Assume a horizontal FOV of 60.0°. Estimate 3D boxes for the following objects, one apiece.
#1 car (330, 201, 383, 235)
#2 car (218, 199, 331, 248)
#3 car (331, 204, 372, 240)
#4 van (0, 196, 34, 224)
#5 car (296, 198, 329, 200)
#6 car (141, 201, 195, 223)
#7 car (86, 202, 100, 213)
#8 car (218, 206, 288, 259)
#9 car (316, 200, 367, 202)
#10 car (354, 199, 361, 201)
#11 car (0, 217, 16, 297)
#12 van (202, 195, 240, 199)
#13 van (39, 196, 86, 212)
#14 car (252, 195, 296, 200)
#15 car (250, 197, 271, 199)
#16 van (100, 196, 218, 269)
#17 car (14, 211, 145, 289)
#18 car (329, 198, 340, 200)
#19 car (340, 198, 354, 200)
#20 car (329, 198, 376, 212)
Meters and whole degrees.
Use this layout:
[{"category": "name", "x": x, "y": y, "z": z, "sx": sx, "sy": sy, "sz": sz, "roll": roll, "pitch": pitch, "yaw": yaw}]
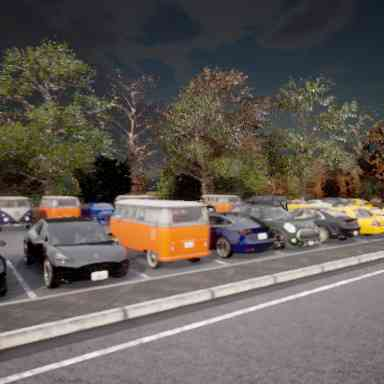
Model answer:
[{"category": "car", "x": 7.681, "y": 1.475, "z": 17.823, "sx": 1.946, "sy": 1.575, "sz": 5.366, "roll": 0, "pitch": 0, "yaw": -35}, {"category": "car", "x": 3.246, "y": 1.347, "z": 14.487, "sx": 2.185, "sy": 1.767, "sz": 4.553, "roll": 0, "pitch": 0, "yaw": -35}, {"category": "car", "x": 5.534, "y": 1.473, "z": 16.065, "sx": 2.231, "sy": 1.521, "sz": 4.892, "roll": 0, "pitch": 0, "yaw": -35}, {"category": "van", "x": -10.964, "y": 1.261, "z": 20.262, "sx": 1.878, "sy": 1.987, "sz": 4.442, "roll": 0, "pitch": 0, "yaw": -35}, {"category": "car", "x": 11.661, "y": 1.553, "z": 36.229, "sx": 1.946, "sy": 1.575, "sz": 5.366, "roll": 0, "pitch": 0, "yaw": -35}, {"category": "car", "x": -2.013, "y": 1.499, "z": 26.791, "sx": 2.163, "sy": 1.488, "sz": 4.792, "roll": 0, "pitch": 0, "yaw": -35}, {"category": "car", "x": -6.515, "y": 1.474, "z": 23.567, "sx": 2.097, "sy": 1.535, "sz": 5.008, "roll": 0, "pitch": 0, "yaw": -35}, {"category": "car", "x": 0.985, "y": 1.506, "z": 12.881, "sx": 2.163, "sy": 1.488, "sz": 4.792, "roll": 0, "pitch": 0, "yaw": -35}, {"category": "car", "x": 10.059, "y": 1.486, "z": 19.055, "sx": 1.946, "sy": 1.575, "sz": 5.366, "roll": 0, "pitch": 0, "yaw": -35}, {"category": "car", "x": 18.212, "y": 1.482, "z": 41.143, "sx": 2.185, "sy": 1.767, "sz": 4.553, "roll": 0, "pitch": 0, "yaw": -35}, {"category": "car", "x": -5.774, "y": 1.525, "z": 8.014, "sx": 2.163, "sy": 1.488, "sz": 4.792, "roll": 0, "pitch": 0, "yaw": -35}, {"category": "van", "x": 2.350, "y": 1.261, "z": 29.994, "sx": 1.878, "sy": 1.987, "sz": 4.442, "roll": 0, "pitch": 0, "yaw": -35}, {"category": "van", "x": -8.839, "y": 1.255, "z": 22.055, "sx": 1.878, "sy": 1.987, "sz": 4.442, "roll": 0, "pitch": 0, "yaw": -35}, {"category": "car", "x": 7.021, "y": 1.269, "z": 33.199, "sx": 2.435, "sy": 2.045, "sz": 5.566, "roll": 0, "pitch": 0, "yaw": -35}, {"category": "car", "x": 4.793, "y": 1.532, "z": 31.549, "sx": 2.163, "sy": 1.488, "sz": 4.792, "roll": 0, "pitch": 0, "yaw": -35}, {"category": "van", "x": -1.330, "y": 1.257, "z": 11.345, "sx": 1.878, "sy": 1.987, "sz": 4.442, "roll": 0, "pitch": 0, "yaw": -35}, {"category": "car", "x": -3.510, "y": 1.519, "z": 9.621, "sx": 2.163, "sy": 1.488, "sz": 4.792, "roll": 0, "pitch": 0, "yaw": -35}, {"category": "car", "x": 13.814, "y": 1.613, "z": 37.981, "sx": 2.002, "sy": 1.452, "sz": 4.674, "roll": 0, "pitch": 0, "yaw": -35}, {"category": "car", "x": 16.089, "y": 1.620, "z": 39.562, "sx": 2.163, "sy": 1.488, "sz": 4.792, "roll": 0, "pitch": 0, "yaw": -35}, {"category": "car", "x": 20.493, "y": 1.625, "z": 42.716, "sx": 2.097, "sy": 1.535, "sz": 5.008, "roll": 0, "pitch": 0, "yaw": -35}]
